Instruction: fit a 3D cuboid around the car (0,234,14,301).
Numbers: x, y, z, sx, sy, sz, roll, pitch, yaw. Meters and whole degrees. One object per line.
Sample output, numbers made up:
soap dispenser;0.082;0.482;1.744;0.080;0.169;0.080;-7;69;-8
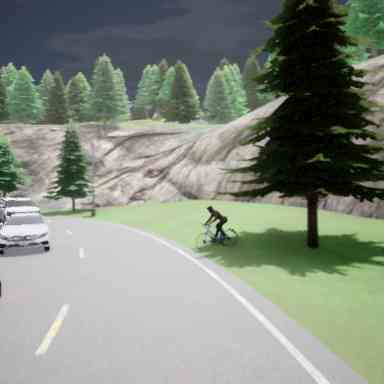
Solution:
car;-4.319;1.640;4.651;1.994;1.385;4.181;-1;0;-11

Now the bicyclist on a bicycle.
bicyclist on a bicycle;0.869;1.297;12.133;1.656;1.620;0.582;-6;2;-17

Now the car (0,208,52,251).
car;-7.111;1.636;14.328;1.812;1.442;4.674;-1;0;-24

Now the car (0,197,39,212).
car;-12.355;1.418;23.643;2.150;2.045;5.566;-1;0;-38
